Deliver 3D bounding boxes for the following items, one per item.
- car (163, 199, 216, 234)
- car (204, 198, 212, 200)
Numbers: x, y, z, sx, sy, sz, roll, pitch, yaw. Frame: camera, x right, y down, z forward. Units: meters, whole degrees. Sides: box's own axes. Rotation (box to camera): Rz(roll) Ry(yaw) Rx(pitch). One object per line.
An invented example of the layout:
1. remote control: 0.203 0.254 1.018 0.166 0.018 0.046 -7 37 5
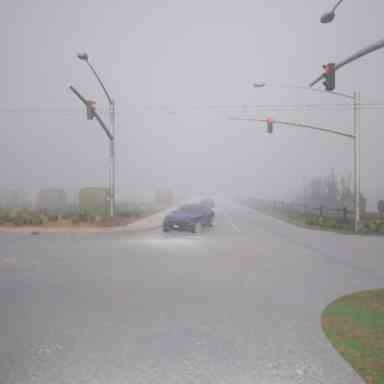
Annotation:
1. car: 0.003 1.463 19.521 1.882 1.535 5.008 2 1 19
2. car: 2.102 1.512 45.151 1.994 1.385 4.181 0 0 3
